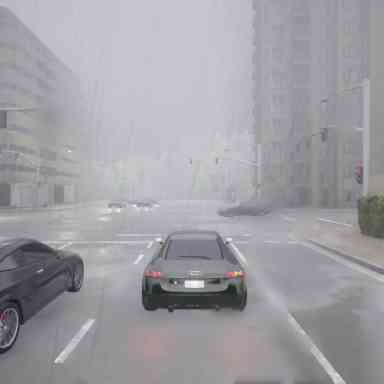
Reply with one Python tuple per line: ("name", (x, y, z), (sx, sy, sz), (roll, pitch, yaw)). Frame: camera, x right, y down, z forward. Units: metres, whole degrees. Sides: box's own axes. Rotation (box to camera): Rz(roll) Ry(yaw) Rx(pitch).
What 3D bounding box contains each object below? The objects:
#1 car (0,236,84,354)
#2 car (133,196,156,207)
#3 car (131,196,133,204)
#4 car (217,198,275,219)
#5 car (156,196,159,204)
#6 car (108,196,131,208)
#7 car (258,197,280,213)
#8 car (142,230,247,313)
("car", (-3.460, 1.526, 5.956), (1.812, 1.442, 4.674), (0, 0, 0))
("car", (-7.168, 1.547, 50.757), (2.033, 1.411, 5.357), (0, 0, 0))
("car", (-10.677, 1.506, 59.538), (1.837, 1.490, 4.892), (0, 0, 0))
("car", (4.485, 1.525, 29.078), (4.674, 1.442, 1.812), (0, 0, -14))
("car", (-7.168, 1.504, 61.572), (1.837, 1.490, 4.892), (0, 0, 0))
("car", (-10.674, 1.547, 48.227), (2.033, 1.411, 5.357), (0, 0, 0))
("car", (6.786, 1.351, 34.789), (4.553, 1.767, 2.097), (0, 0, 12))
("car", (0.050, 1.564, 7.758), (1.994, 1.385, 4.181), (0, 0, 0))
